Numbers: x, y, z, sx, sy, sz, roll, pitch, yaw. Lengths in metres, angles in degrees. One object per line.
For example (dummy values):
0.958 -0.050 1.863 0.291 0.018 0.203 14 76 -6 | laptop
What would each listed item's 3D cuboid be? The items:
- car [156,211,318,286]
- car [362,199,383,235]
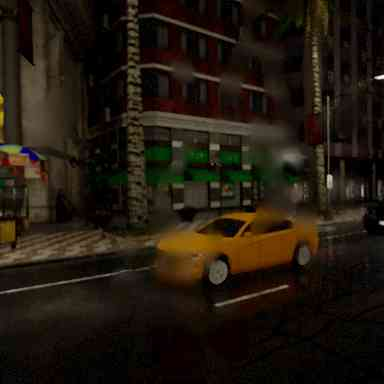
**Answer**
1.391 1.339 9.198 5.008 1.535 1.882 -1 1 -35 | car
10.132 0.863 15.172 5.566 2.045 2.150 -1 1 -33 | car
